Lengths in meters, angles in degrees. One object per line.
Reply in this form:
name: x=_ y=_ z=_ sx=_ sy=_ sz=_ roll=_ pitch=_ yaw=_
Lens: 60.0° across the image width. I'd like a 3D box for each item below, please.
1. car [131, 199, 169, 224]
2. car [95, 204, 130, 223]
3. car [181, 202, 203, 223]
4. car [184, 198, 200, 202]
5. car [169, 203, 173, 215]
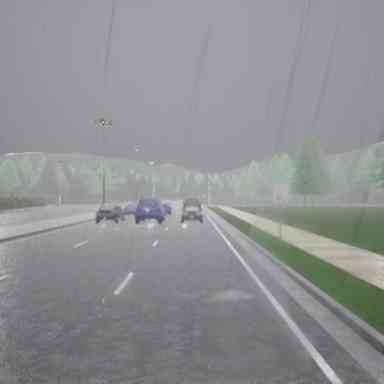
car: x=-3.496 y=1.589 z=28.642 sx=2.150 sy=2.045 sz=5.566 roll=0 pitch=-1 yaw=0
car: x=-6.995 y=1.879 z=29.055 sx=1.837 sy=1.490 sz=4.892 roll=0 pitch=0 yaw=0
car: x=0.004 y=1.898 z=28.968 sx=1.812 sy=1.442 sz=4.674 roll=0 pitch=-1 yaw=0
car: x=-0.001 y=1.734 z=39.825 sx=2.150 sy=2.045 sz=5.566 roll=0 pitch=0 yaw=0
car: x=-3.492 y=2.007 z=41.274 sx=1.882 sy=1.535 sz=5.008 roll=0 pitch=0 yaw=0
